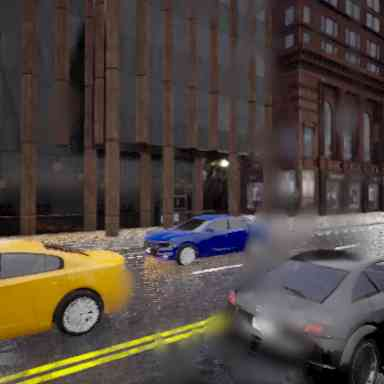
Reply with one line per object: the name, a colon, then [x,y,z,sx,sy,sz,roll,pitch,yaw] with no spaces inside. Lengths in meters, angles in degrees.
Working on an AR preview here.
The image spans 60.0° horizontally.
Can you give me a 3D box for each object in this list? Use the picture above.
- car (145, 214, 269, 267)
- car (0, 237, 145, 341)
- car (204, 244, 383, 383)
car: [0.626,1.593,12.142,5.008,1.535,1.882,0,-1,-36]
car: [-3.464,1.533,5.191,5.008,1.535,1.882,0,-1,-36]
car: [2.496,1.613,5.232,4.181,1.385,1.994,0,-1,-36]
